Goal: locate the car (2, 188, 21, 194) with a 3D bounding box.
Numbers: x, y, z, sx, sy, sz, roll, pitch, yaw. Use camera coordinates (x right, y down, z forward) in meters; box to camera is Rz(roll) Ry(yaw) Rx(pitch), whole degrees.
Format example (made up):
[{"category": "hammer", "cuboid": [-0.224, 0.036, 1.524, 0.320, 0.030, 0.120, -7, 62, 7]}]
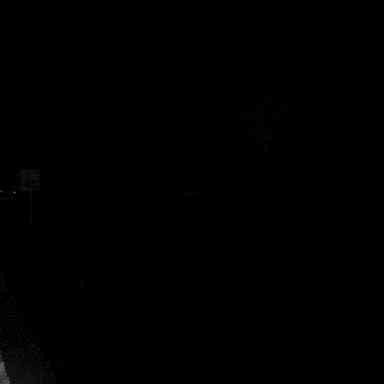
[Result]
[{"category": "car", "cuboid": [-25.121, -0.404, 48.541, 2.150, 2.045, 5.566, -3, 2, 8]}]
